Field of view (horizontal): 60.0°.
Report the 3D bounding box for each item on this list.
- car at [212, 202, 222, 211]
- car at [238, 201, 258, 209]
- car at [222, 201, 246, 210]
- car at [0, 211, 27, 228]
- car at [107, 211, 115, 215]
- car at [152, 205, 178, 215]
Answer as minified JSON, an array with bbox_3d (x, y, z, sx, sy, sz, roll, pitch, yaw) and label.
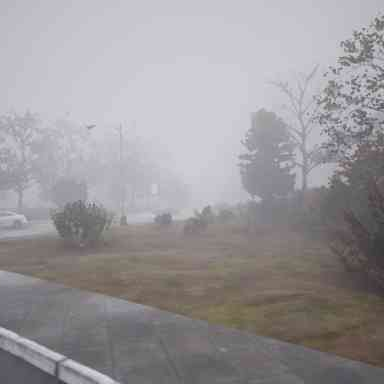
[{"bbox_3d":[5.021,2.318,53.557,1.837,1.490,4.892,-3,-2,32],"label":"car"},{"bbox_3d":[10.446,2.409,62.091,1.837,1.490,4.892,-3,-2,33],"label":"car"},{"bbox_3d":[7.121,2.195,50.317,2.033,1.411,5.357,-3,-2,32],"label":"car"},{"bbox_3d":[-16.039,2.334,27.234,1.812,1.442,4.674,-3,-2,34],"label":"car"},{"bbox_3d":[-10.597,2.430,35.625,1.895,1.301,4.718,-3,-2,32],"label":"car"},{"bbox_3d":[-3.700,2.456,46.576,1.994,1.385,4.181,-3,-2,32],"label":"car"}]
